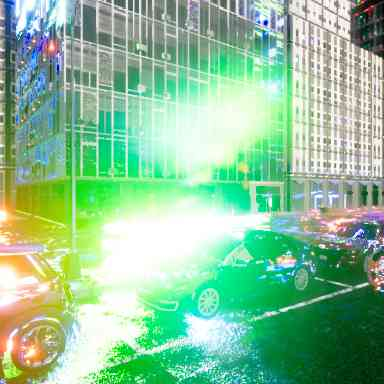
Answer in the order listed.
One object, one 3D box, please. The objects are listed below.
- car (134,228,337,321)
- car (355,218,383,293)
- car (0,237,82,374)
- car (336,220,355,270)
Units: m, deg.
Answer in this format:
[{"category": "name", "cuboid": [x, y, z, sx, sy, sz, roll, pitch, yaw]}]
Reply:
[{"category": "car", "cuboid": [0.907, 1.551, 7.192, 4.403, 1.369, 2.008, 0, 0, -35]}, {"category": "car", "cuboid": [6.054, 1.353, 7.666, 4.553, 1.767, 2.097, 0, 0, -35]}, {"category": "car", "cuboid": [-3.604, 1.440, 3.991, 4.097, 1.590, 1.967, 0, 0, -35]}, {"category": "car", "cuboid": [5.419, 1.546, 10.393, 4.507, 1.381, 1.887, 0, 0, -35]}]
